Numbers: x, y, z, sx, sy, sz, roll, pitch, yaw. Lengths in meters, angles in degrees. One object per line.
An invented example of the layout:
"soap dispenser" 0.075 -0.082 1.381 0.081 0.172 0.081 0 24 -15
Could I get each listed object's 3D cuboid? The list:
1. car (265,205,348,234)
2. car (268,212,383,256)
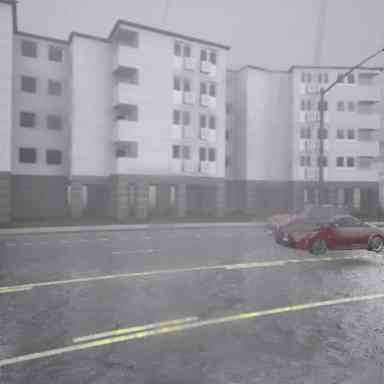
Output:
"car" 6.087 1.453 17.077 4.553 1.767 2.097 1 0 -14
"car" 5.524 1.651 13.315 4.181 1.385 1.994 1 0 -16
